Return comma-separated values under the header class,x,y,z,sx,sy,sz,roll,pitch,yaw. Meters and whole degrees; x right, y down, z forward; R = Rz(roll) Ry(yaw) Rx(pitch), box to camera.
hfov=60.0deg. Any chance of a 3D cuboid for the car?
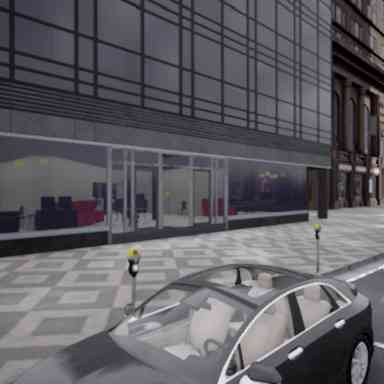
class,x,y,z,sx,sy,sz,roll,pitch,yaw
car,0.387,1.550,3.438,4.403,1.369,2.008,0,0,-42
